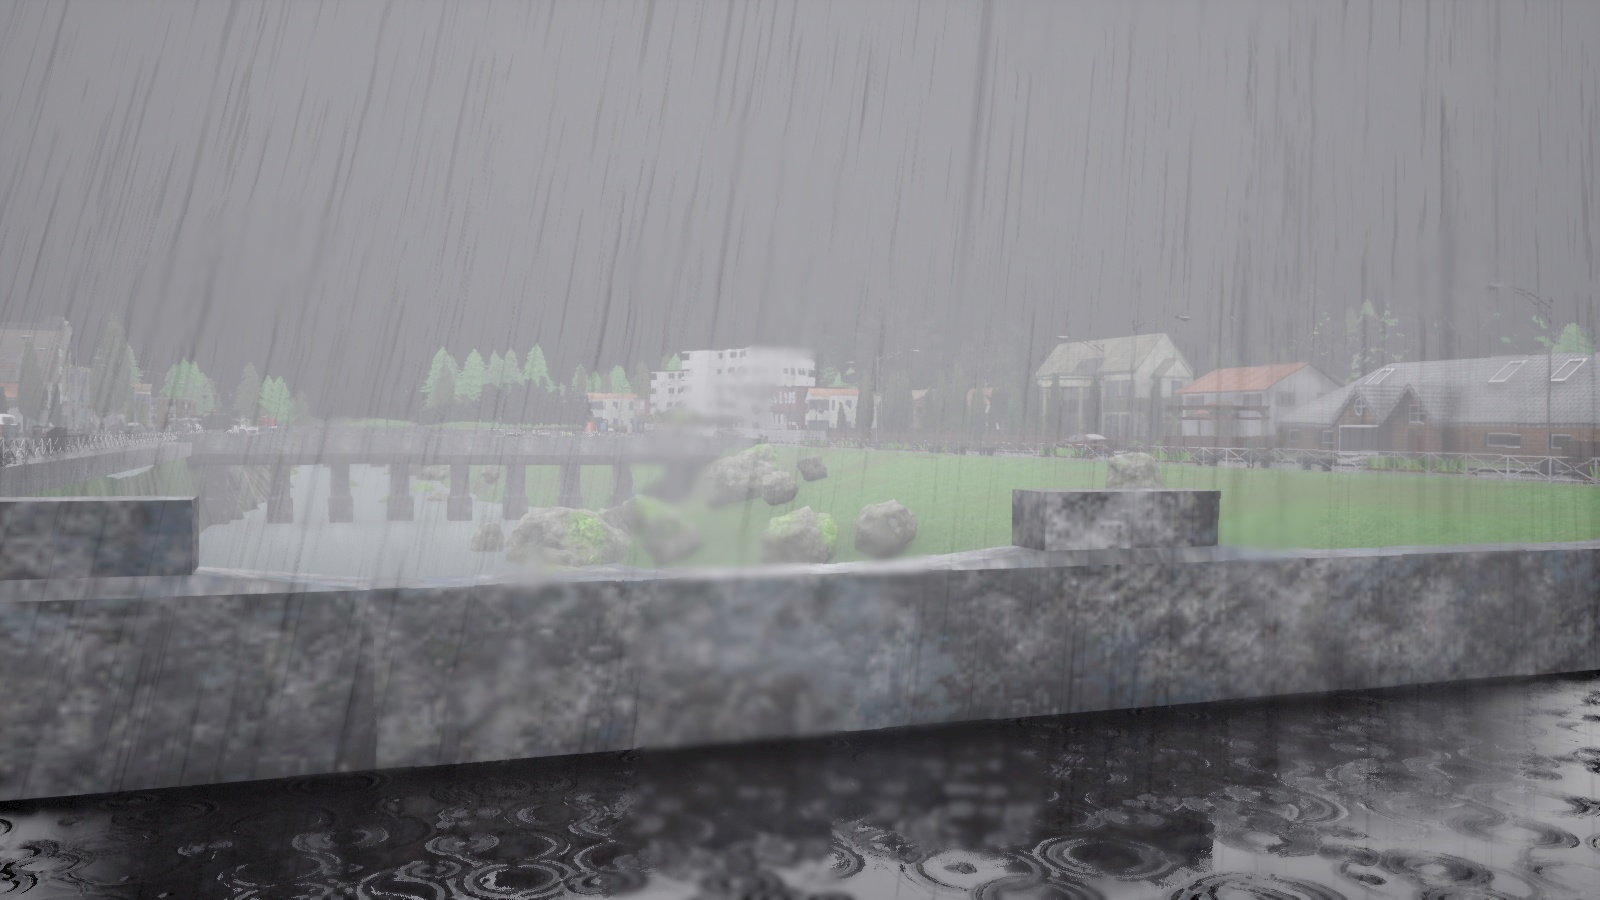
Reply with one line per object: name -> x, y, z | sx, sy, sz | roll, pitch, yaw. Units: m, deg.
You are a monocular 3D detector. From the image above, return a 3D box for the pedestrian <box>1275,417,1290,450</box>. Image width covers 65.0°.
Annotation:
pedestrian -> 27.286, -0.943, 71.053 | 0.370, 1.835, 0.726 | -1, 1, -29

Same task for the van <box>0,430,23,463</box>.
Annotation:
van -> -51.260, -0.228, 80.120 | 2.069, 2.038, 4.480 | -1, 1, -21

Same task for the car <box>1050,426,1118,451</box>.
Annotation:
car -> 18.404, -0.752, 81.683 | 1.882, 1.535, 5.008 | -1, 1, -21
